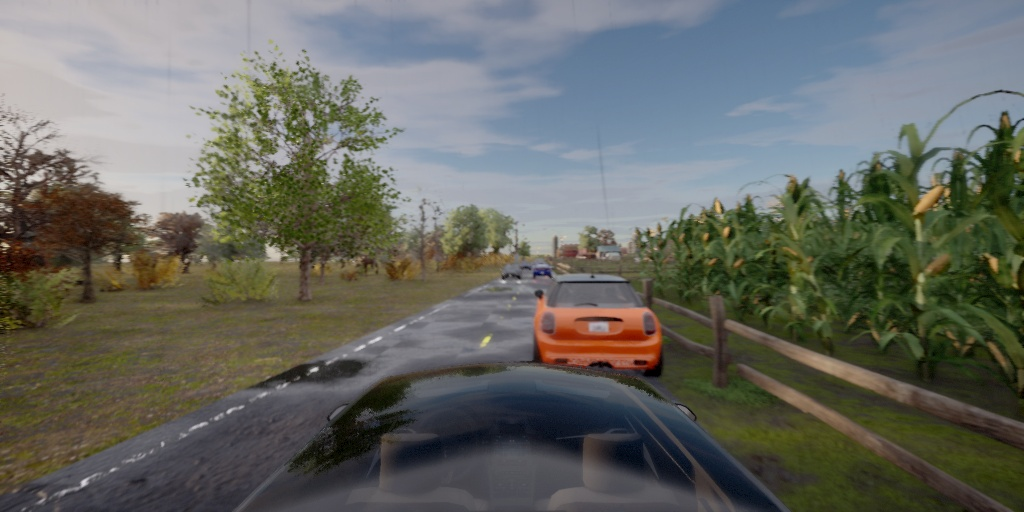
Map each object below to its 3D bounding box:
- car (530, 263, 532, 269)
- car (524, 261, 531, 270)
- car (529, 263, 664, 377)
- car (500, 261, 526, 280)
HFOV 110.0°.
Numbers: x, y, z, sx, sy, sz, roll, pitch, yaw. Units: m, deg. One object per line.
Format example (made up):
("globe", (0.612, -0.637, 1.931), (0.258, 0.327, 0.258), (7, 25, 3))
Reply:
("car", (3.189, 1.531, 37.735), (1.882, 1.535, 5.008), (-1, 0, 5))
("car", (2.212, 1.595, 60.567), (2.097, 1.767, 4.553), (-1, -1, 5))
("car", (1.553, 1.146, 7.709), (2.097, 1.767, 4.553), (-1, -1, 5))
("car", (0.042, 1.563, 35.234), (1.837, 1.490, 4.892), (-1, -1, 5))
